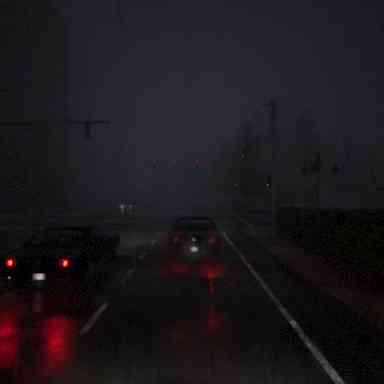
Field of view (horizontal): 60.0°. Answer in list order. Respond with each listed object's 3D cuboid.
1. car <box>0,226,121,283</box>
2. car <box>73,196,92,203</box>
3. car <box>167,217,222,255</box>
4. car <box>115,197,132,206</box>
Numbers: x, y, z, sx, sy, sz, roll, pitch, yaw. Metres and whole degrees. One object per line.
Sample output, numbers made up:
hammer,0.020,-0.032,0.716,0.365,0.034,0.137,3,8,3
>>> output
car,-3.432,1.630,9.716,1.895,1.301,4.718,0,0,0
car,-24.262,1.694,73.788,5.008,1.535,1.882,0,0,34
car,0.083,1.640,13.423,1.895,1.301,4.718,0,0,0
car,-12.668,1.705,61.366,1.812,1.442,4.674,0,0,-30
